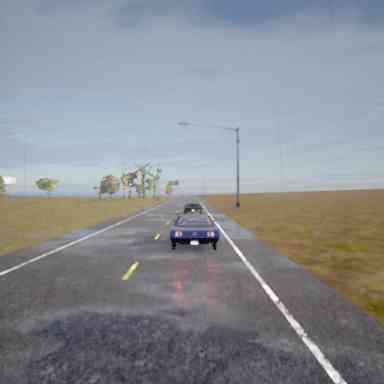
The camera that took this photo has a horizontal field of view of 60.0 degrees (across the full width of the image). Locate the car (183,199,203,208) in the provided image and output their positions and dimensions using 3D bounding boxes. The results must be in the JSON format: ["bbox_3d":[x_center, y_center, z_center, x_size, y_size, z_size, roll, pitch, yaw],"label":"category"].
[{"bbox_3d":[0.101,1.526,34.714,1.837,1.490,4.892,0,0,0],"label":"car"}]

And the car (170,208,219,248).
[{"bbox_3d":[0.099,1.609,14.675,1.895,1.301,4.718,0,0,0],"label":"car"}]
